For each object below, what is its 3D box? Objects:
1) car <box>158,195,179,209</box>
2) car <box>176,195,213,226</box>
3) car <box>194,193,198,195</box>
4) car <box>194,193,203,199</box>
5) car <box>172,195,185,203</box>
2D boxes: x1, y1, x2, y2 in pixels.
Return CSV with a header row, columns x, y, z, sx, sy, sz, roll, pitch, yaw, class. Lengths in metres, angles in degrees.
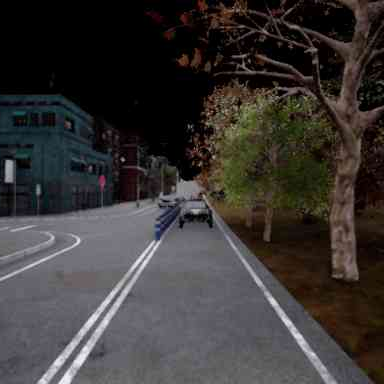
x,y,z,sx,sy,sz,roll,pitch,yaw,class
-2.847,1.151,40.550,2.097,1.767,4.553,0,0,2,car
0.264,1.268,22.475,2.097,1.767,4.553,0,0,1,car
1.212,1.121,67.059,2.033,1.411,5.357,0,1,2,car
1.488,0.861,77.476,2.033,1.411,5.357,0,1,1,car
-2.315,1.216,58.458,1.994,1.385,4.181,0,1,2,car
